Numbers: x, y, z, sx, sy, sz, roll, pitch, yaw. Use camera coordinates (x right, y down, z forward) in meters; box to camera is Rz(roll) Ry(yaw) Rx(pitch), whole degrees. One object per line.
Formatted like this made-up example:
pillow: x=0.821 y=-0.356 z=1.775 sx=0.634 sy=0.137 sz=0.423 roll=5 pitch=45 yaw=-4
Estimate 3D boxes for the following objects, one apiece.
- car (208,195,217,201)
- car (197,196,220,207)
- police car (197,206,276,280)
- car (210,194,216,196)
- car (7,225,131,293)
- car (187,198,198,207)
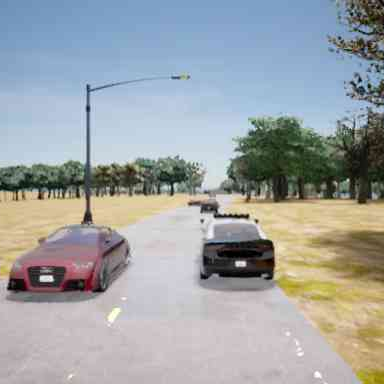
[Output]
car: x=5.204 y=1.404 z=83.739 sx=1.837 sy=1.490 sz=4.892 roll=0 pitch=0 yaw=8
car: x=2.045 y=1.547 z=38.167 sx=1.882 sy=1.535 sz=5.008 roll=0 pitch=0 yaw=6
police car: x=1.195 y=1.465 z=10.253 sx=1.930 sy=1.638 sz=5.238 roll=0 pitch=0 yaw=2
car: x=3.100 y=1.515 z=48.600 sx=1.882 sy=1.535 sz=5.008 roll=0 pitch=0 yaw=8
car: x=-2.943 y=1.597 z=8.829 sx=1.994 sy=1.385 sz=4.181 roll=0 pitch=0 yaw=1
car: x=0.467 y=1.623 z=52.069 sx=1.895 sy=1.301 sz=4.718 roll=0 pitch=0 yaw=8
